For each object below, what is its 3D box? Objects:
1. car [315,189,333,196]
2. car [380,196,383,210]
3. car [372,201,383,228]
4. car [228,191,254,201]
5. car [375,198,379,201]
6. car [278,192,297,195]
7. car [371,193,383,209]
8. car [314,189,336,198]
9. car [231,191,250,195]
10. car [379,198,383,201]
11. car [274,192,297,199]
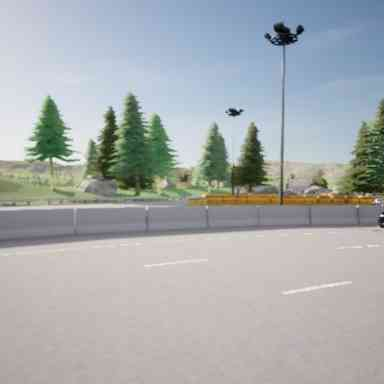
[{"bbox_3d":[29.536,0.652,72.320,5.008,1.535,1.882,0,1,-38],"label":"car"},{"bbox_3d":[22.570,1.185,34.715,4.892,1.490,1.837,1,0,1],"label":"car"},{"bbox_3d":[11.352,1.358,15.837,4.902,1.511,2.128,1,1,-13],"label":"car"},{"bbox_3d":[8.433,0.637,56.771,1.882,1.535,5.008,2,1,43],"label":"car"},{"bbox_3d":[19.364,1.216,31.063,4.892,1.490,1.837,1,0,-2],"label":"car"},{"bbox_3d":[17.824,0.697,61.688,2.128,1.511,4.902,2,1,44],"label":"car"},{"bbox_3d":[23.383,0.982,38.181,4.553,1.767,2.097,0,1,2],"label":"car"},{"bbox_3d":[31.222,0.326,78.005,5.566,2.045,2.150,0,1,-36],"label":"car"},{"bbox_3d":[6.912,0.800,49.965,2.033,1.411,5.357,2,1,42],"label":"car"},{"bbox_3d":[18.665,1.267,27.555,4.892,1.490,1.837,1,0,-3],"label":"car"},{"bbox_3d":[19.229,0.652,68.025,5.357,1.411,2.033,0,1,-43],"label":"car"}]
